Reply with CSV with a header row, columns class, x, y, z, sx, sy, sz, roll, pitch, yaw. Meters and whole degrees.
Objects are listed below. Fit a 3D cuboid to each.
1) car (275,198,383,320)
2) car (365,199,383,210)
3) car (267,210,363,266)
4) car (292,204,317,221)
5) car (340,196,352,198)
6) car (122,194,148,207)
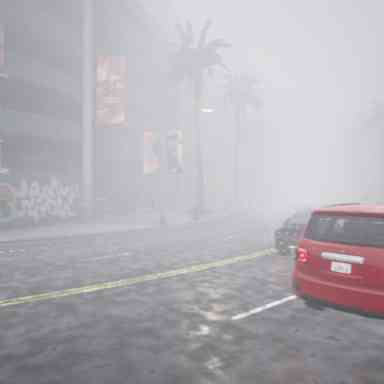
class,x,y,z,sx,sy,sz,roll,pitch,yaw
car,4.246,1.261,6.964,5.566,2.045,2.150,0,0,-43
car,26.637,1.744,47.993,2.231,1.521,4.892,0,0,18
car,4.933,1.581,12.867,1.837,1.490,4.892,0,0,41
car,10.046,1.783,29.795,1.895,1.301,4.718,0,0,18
car,35.812,1.780,75.899,2.185,1.767,4.553,0,0,18
car,-8.867,1.378,51.750,2.435,2.045,5.566,0,0,18
